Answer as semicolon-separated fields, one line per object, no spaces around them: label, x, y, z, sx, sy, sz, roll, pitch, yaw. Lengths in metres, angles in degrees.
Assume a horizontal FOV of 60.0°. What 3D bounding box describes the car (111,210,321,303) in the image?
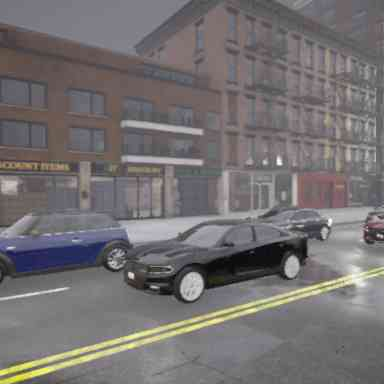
car;0.801;1.429;8.231;5.008;1.535;1.882;0;0;-35

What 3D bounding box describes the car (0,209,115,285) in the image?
car;-3.906;1.280;8.881;4.553;1.767;2.097;0;0;-35

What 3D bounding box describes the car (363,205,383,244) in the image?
car;9.296;1.424;14.239;5.008;1.535;1.882;0;0;-35

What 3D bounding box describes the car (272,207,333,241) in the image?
car;4.227;1.430;14.638;4.892;1.490;1.837;0;0;-35
